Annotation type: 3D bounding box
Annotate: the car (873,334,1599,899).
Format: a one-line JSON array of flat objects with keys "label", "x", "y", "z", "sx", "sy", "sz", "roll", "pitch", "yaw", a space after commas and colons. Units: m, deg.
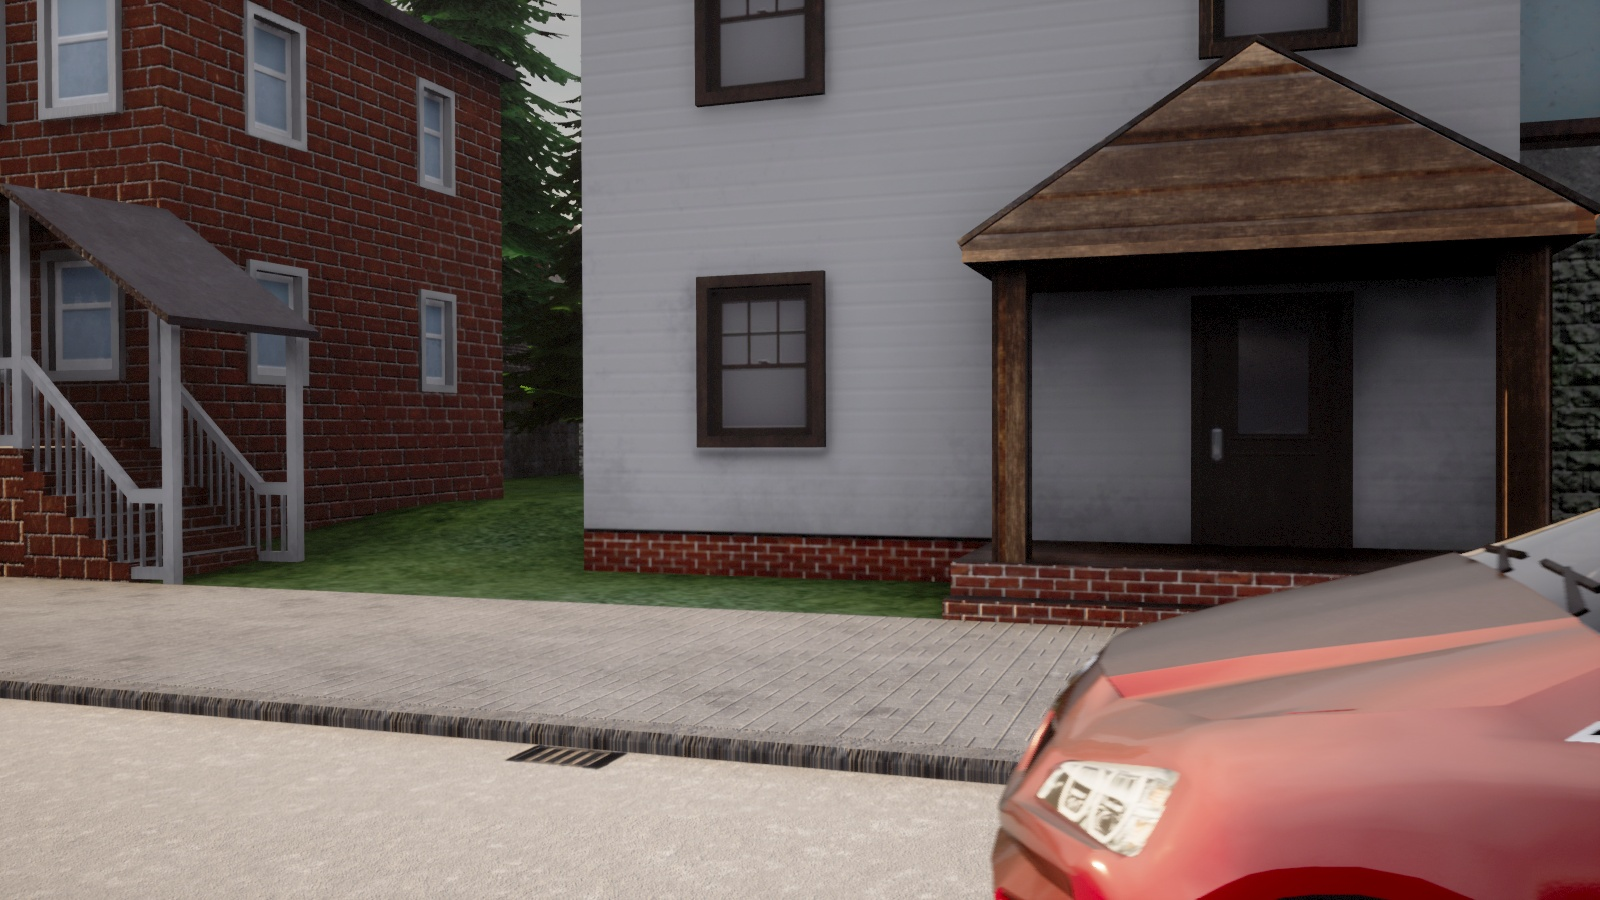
[{"label": "car", "x": 2.689, "y": 0.636, "z": 2.814, "sx": 4.611, "sy": 1.667, "sz": 2.242, "roll": 1, "pitch": 1, "yaw": 19}]
